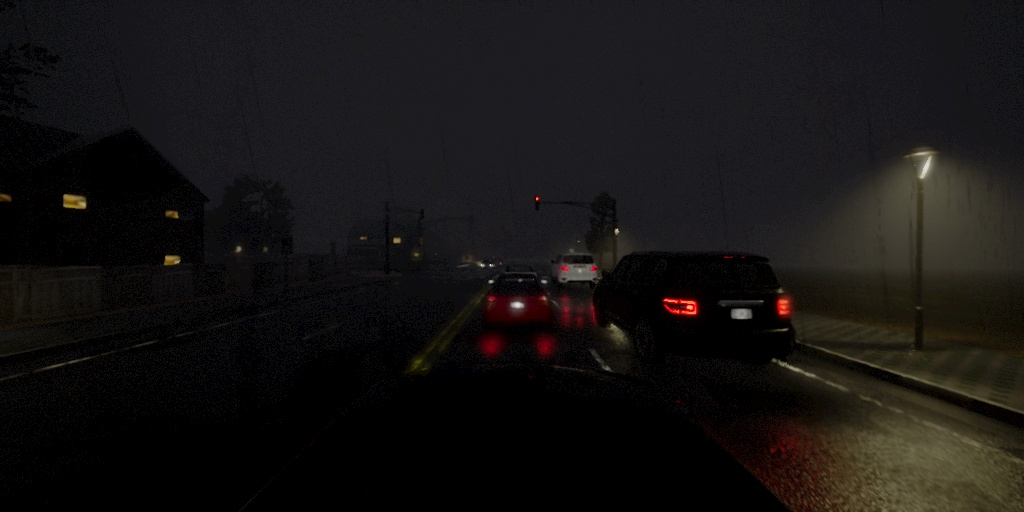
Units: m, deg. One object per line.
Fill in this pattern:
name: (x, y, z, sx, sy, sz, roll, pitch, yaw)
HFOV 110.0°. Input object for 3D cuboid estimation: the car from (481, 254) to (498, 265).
car: (-4.294, 0.752, 64.743, 1.882, 1.535, 5.008, 0, 0, 4)

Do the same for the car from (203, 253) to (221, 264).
car: (-34.598, 0.354, 40.617, 4.892, 1.490, 1.837, 1, 0, 16)

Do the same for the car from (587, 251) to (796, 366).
car: (3.394, 0.917, 7.969, 2.150, 2.045, 5.566, 0, 1, 0)

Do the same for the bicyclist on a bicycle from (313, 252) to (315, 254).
bicyclist on a bicycle: (-24.101, 0.391, 43.745, 0.582, 1.620, 1.656, 1, 0, 16)

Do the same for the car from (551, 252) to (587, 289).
car: (3.597, 0.803, 21.343, 2.150, 2.045, 5.566, 0, 0, 1)

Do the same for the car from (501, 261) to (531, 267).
car: (0.386, 1.178, 21.926, 1.895, 1.301, 4.718, 0, 0, -3)

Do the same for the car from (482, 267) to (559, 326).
car: (0.177, 1.230, 11.266, 1.994, 1.385, 4.181, 0, 1, 1)
